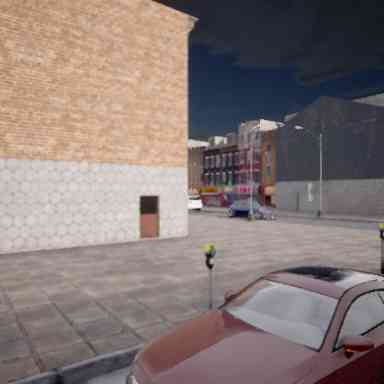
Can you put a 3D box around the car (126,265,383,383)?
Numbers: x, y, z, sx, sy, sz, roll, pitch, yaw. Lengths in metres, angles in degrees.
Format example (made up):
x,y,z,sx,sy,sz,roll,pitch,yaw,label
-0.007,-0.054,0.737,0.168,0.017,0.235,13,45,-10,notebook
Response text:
x,y,z,sx,sy,sz,roll,pitch,yaw,label
1.342,1.582,3.766,4.206,1.307,1.802,0,0,-35,car

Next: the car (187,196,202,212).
x,y,z,sx,sy,sz,roll,pitch,yaw,label
-0.949,1.484,42.386,2.150,2.045,5.566,0,-1,-36,car

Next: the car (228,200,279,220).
x,y,z,sx,sy,sz,roll,pitch,yaw,label
5.235,1.482,28.661,2.097,1.767,4.553,0,0,-35,car
